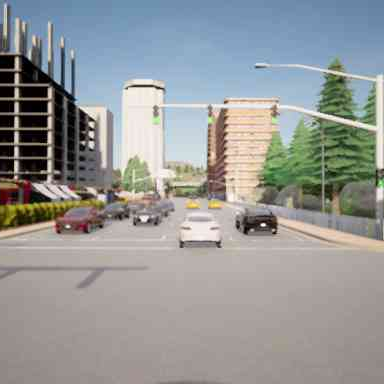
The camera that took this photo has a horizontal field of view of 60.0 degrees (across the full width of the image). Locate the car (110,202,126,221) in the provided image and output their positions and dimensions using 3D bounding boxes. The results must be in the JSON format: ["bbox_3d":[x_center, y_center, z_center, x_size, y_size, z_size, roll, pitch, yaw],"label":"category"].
[{"bbox_3d":[-6.851,1.729,30.153,1.882,1.535,5.008,0,0,0],"label":"car"}]

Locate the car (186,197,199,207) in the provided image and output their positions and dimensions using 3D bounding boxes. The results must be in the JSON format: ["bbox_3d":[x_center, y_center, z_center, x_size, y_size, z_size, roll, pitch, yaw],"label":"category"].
[{"bbox_3d":[0.175,1.943,53.141,1.882,1.535,5.008,0,-1,0],"label":"car"}]

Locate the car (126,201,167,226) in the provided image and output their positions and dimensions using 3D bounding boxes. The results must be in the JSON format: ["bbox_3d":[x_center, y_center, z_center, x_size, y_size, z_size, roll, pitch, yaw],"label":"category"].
[{"bbox_3d":[-3.344,1.710,25.645,2.128,1.511,4.902,0,0,0],"label":"car"}]

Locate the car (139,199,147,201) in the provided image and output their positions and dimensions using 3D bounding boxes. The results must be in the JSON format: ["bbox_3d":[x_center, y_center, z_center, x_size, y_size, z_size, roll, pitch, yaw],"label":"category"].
[{"bbox_3d":[-6.838,1.887,40.316,2.033,1.411,5.357,0,-1,0],"label":"car"}]

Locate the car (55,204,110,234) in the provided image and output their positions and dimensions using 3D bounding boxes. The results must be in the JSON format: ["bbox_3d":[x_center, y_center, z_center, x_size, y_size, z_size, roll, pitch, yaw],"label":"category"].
[{"bbox_3d":[-6.835,1.647,20.803,1.882,1.535,5.008,0,0,0],"label":"car"}]

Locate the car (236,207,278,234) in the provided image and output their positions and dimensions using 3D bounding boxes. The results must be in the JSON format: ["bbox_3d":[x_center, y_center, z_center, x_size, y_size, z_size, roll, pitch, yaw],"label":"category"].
[{"bbox_3d":[3.857,1.665,20.481,1.882,1.535,5.008,0,0,0],"label":"car"}]

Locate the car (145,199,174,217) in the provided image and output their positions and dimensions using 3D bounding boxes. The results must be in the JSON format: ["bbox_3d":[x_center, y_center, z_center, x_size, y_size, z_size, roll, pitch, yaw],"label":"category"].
[{"bbox_3d":[-3.352,1.790,34.776,2.128,1.511,4.902,0,0,0],"label":"car"}]

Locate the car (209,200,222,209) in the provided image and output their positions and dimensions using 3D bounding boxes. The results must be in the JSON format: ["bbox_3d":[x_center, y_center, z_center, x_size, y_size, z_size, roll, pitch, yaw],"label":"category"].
[{"bbox_3d":[3.674,1.951,53.308,1.882,1.535,5.008,0,-1,0],"label":"car"}]

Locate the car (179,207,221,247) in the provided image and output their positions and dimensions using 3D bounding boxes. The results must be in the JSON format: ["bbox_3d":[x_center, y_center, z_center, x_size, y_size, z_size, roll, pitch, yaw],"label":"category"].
[{"bbox_3d":[0.354,1.665,15.776,1.812,1.442,4.674,0,0,0],"label":"car"}]

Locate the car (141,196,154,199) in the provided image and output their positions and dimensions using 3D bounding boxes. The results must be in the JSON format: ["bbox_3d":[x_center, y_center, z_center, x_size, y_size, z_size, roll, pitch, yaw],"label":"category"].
[{"bbox_3d":[-6.818,1.653,50.806,2.150,2.045,5.566,0,-1,0],"label":"car"}]
